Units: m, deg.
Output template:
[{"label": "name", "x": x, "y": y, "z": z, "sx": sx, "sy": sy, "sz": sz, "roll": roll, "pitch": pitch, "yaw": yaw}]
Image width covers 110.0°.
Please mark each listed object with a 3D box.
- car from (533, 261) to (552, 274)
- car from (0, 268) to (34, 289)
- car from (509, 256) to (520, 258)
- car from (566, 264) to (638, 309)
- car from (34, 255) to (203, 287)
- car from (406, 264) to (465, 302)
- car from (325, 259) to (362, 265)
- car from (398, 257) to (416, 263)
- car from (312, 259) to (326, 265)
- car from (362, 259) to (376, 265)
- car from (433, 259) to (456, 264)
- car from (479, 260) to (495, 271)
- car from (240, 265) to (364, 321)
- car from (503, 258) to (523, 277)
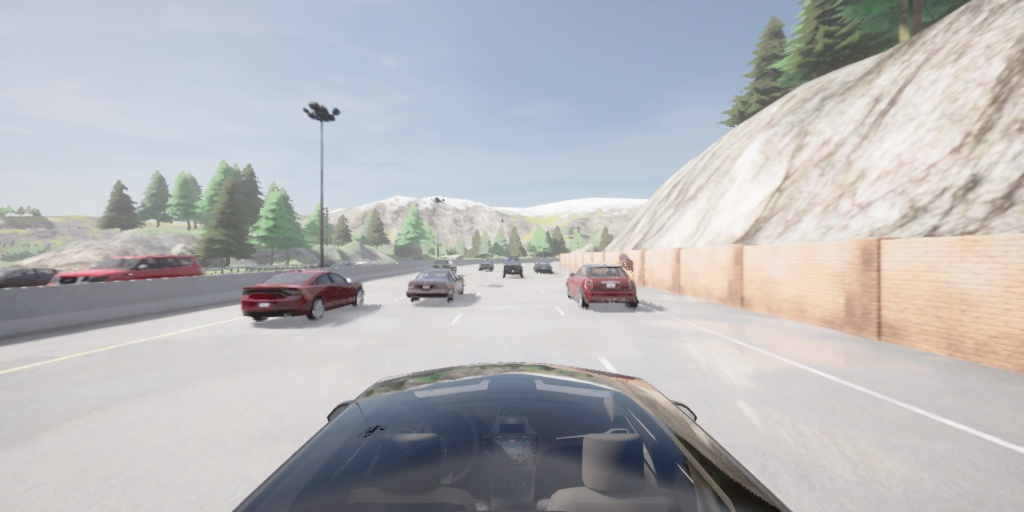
[{"label": "car", "x": 3.593, "y": 1.315, "z": 42.330, "sx": 1.994, "sy": 1.385, "sz": 4.181, "roll": 0, "pitch": 0, "yaw": 0}, {"label": "car", "x": -24.598, "y": 1.291, "z": 17.878, "sx": 2.033, "sy": 1.411, "sz": 5.357, "roll": 0, "pitch": 0, "yaw": 0}, {"label": "car", "x": 0.449, "y": 0.973, "z": 63.124, "sx": 2.150, "sy": 2.045, "sz": 5.566, "roll": -1, "pitch": 0, "yaw": 6}, {"label": "car", "x": 3.596, "y": 1.104, "z": 15.155, "sx": 2.097, "sy": 1.767, "sz": 4.553, "roll": 0, "pitch": 0, "yaw": 0}, {"label": "car", "x": -17.600, "y": 0.966, "z": 16.861, "sx": 2.150, "sy": 2.045, "sz": 5.566, "roll": 0, "pitch": 0, "yaw": 0}, {"label": "car", "x": -3.420, "y": 1.297, "z": 16.875, "sx": 2.033, "sy": 1.411, "sz": 5.357, "roll": 0, "pitch": 0, "yaw": 0}, {"label": "car", "x": -21.069, "y": 1.308, "z": 45.074, "sx": 1.994, "sy": 1.385, "sz": 4.181, "roll": 0, "pitch": 0, "yaw": 0}, {"label": "car", "x": -17.482, "y": 1.120, "z": 59.598, "sx": 2.097, "sy": 1.767, "sz": 4.553, "roll": 0, "pitch": 0, "yaw": 1}, {"label": "car", "x": -28.040, "y": 1.233, "z": 53.648, "sx": 2.128, "sy": 1.511, "sz": 4.902, "roll": 0, "pitch": 0, "yaw": 1}, {"label": "car", "x": -24.476, "y": 1.277, "z": 60.310, "sx": 1.812, "sy": 1.442, "sz": 4.674, "roll": 0, "pitch": 0, "yaw": 2}, {"label": "car", "x": -6.908, "y": 1.101, "z": 36.509, "sx": 2.097, "sy": 1.767, "sz": 4.553, "roll": 0, "pitch": 0, "yaw": 0}, {"label": "car", "x": -3.410, "y": 1.297, "z": 48.736, "sx": 2.033, "sy": 1.411, "sz": 5.357, "roll": 0, "pitch": 0, "yaw": 0}, {"label": "car", "x": -6.905, "y": 1.226, "z": 12.467, "sx": 1.882, "sy": 1.535, "sz": 5.008, "roll": 0, "pitch": 0, "yaw": 0}, {"label": "car", "x": 0.092, "y": 1.228, "z": 35.196, "sx": 1.882, "sy": 1.535, "sz": 5.008, "roll": 0, "pitch": 0, "yaw": 0}]
